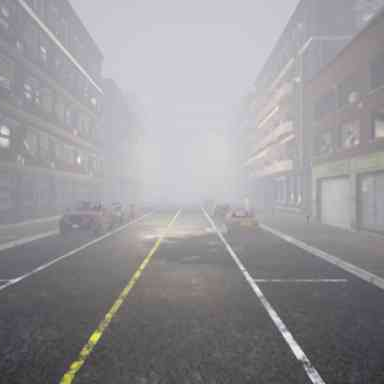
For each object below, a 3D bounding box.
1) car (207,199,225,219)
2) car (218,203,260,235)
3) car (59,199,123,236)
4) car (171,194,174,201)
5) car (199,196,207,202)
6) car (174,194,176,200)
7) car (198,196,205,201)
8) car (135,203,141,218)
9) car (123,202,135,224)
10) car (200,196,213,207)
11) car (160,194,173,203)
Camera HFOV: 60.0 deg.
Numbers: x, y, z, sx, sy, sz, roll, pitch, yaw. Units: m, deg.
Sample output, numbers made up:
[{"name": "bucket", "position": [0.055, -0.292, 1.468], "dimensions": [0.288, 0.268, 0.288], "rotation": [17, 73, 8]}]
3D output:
[{"name": "car", "position": [2.682, 1.596, 30.001], "dimensions": [1.887, 1.381, 4.507], "rotation": [0, 0, 0]}, {"name": "car", "position": [2.685, 1.559, 18.899], "dimensions": [1.752, 1.417, 4.829], "rotation": [0, 0, 0]}, {"name": "car", "position": [-5.694, 1.347, 18.731], "dimensions": [2.192, 1.841, 5.009], "rotation": [0, 0, 0]}, {"name": "car", "position": [-5.713, 1.673, 75.092], "dimensions": [2.008, 1.369, 4.403], "rotation": [0, 0, 0]}, {"name": "car", "position": [2.666, 1.697, 80.727], "dimensions": [1.947, 1.339, 4.313], "rotation": [0, 0, 0]}, {"name": "car", "position": [-5.717, 1.684, 86.365], "dimensions": [1.887, 1.381, 4.507], "rotation": [0, 0, 0]}, {"name": "car", "position": [2.662, 1.731, 92.000], "dimensions": [1.802, 1.307, 4.206], "rotation": [0, 0, 0]}, {"name": "car", "position": [-5.698, 1.596, 30.003], "dimensions": [1.887, 1.381, 4.507], "rotation": [0, 0, 0]}, {"name": "car", "position": [-5.697, 1.482, 24.366], "dimensions": [1.967, 1.590, 4.097], "rotation": [0, 0, 0]}, {"name": "car", "position": [2.675, 1.639, 52.546], "dimensions": [2.008, 1.369, 4.403], "rotation": [0, 0, 0]}, {"name": "car", "position": [-5.711, 1.665, 69.456], "dimensions": [2.008, 1.369, 4.403], "rotation": [0, 0, 0]}]
